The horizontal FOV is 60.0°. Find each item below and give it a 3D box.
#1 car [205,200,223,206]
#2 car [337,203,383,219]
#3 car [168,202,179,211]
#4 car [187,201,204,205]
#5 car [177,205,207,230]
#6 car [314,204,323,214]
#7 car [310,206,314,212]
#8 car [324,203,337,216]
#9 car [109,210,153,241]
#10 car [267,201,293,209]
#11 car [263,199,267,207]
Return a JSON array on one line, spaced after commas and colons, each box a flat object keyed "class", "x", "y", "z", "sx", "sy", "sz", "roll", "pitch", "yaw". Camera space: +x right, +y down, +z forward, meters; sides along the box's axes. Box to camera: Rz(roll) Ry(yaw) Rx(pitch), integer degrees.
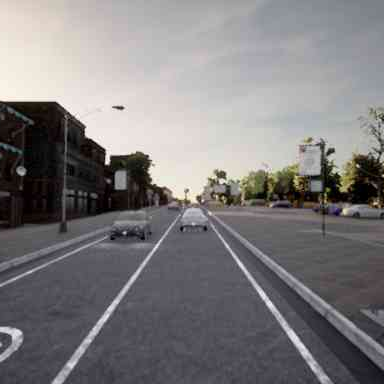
[{"class": "car", "x": 6.105, "y": 3.293, "z": 94.523, "sx": 5.366, "sy": 1.575, "sz": 1.946, "roll": 0, "pitch": -2, "yaw": 0}, {"class": "car", "x": 18.704, "y": 2.132, "z": 35.988, "sx": 4.674, "sy": 1.452, "sz": 2.002, "roll": 0, "pitch": -1, "yaw": 0}, {"class": "car", "x": -3.286, "y": 2.602, "z": 59.970, "sx": 1.812, "sy": 1.442, "sz": 4.674, "roll": 0, "pitch": -1, "yaw": 1}, {"class": "car", "x": 0.106, "y": 2.074, "z": 40.717, "sx": 2.097, "sy": 1.767, "sz": 4.553, "roll": 0, "pitch": -1, "yaw": 0}, {"class": "car", "x": 0.104, "y": 1.951, "z": 24.443, "sx": 1.812, "sy": 1.442, "sz": 4.674, "roll": 0, "pitch": -1, "yaw": 0}, {"class": "car", "x": 18.706, "y": 2.208, "z": 42.409, "sx": 4.892, "sy": 1.521, "sz": 2.231, "roll": 0, "pitch": -1, "yaw": 0}, {"class": "car", "x": 18.712, "y": 2.306, "z": 45.684, "sx": 4.674, "sy": 1.452, "sz": 2.002, "roll": 0, "pitch": -1, "yaw": 0}, {"class": "car", "x": 18.715, "y": 2.148, "z": 39.136, "sx": 5.008, "sy": 1.535, "sz": 2.097, "roll": 0, "pitch": -1, "yaw": 0}, {"class": "car", "x": -3.346, "y": 1.828, "z": 18.948, "sx": 1.837, "sy": 1.490, "sz": 4.892, "roll": 0, "pitch": -1, "yaw": 0}, {"class": "car", "x": 18.767, "y": 2.579, "z": 70.019, "sx": 4.553, "sy": 1.767, "sz": 2.185, "roll": 0, "pitch": -1, "yaw": 0}, {"class": "car", "x": 18.697, "y": 2.803, "z": 73.185, "sx": 4.674, "sy": 1.452, "sz": 2.002, "roll": 0, "pitch": -1, "yaw": 0}]
